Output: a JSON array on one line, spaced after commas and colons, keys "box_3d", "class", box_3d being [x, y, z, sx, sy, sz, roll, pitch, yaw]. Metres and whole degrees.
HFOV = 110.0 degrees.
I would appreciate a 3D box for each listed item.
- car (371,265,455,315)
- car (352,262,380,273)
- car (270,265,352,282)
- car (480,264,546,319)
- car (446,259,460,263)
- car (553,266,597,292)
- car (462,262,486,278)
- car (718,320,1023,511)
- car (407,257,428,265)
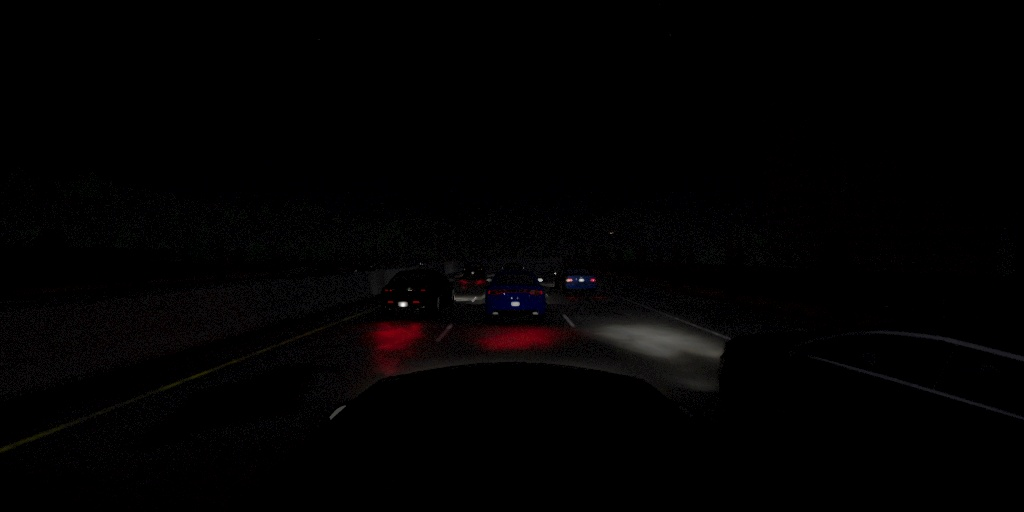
[{"box_3d": [-3.400, 1.256, 13.605, 1.837, 1.490, 4.892, 0, 0, 0], "class": "car"}, {"box_3d": [-17.560, 1.356, 42.725, 1.895, 1.301, 4.718, 0, 0, 0], "class": "car"}, {"box_3d": [-10.598, 1.257, 18.842, 1.837, 1.490, 4.892, 0, 0, 0], "class": "car"}, {"box_3d": [0.100, 1.229, 12.787, 1.882, 1.535, 5.008, 0, 0, 0], "class": "car"}, {"box_3d": [-10.473, 1.263, 63.593, 1.882, 1.535, 5.008, 0, 0, 1], "class": "car"}, {"box_3d": [3.599, 1.300, 21.065, 2.033, 1.411, 5.357, 0, 0, 0], "class": "car"}, {"box_3d": [-3.415, 1.280, 33.416, 1.812, 1.442, 4.674, 0, 0, 0], "class": "car"}, {"box_3d": [3.600, 1.242, 2.722, 2.128, 1.511, 4.902, 0, 0, 0], "class": "car"}, {"box_3d": [-14.019, 1.108, 53.449, 2.097, 1.767, 4.553, 0, 0, 0], "class": "car"}]
